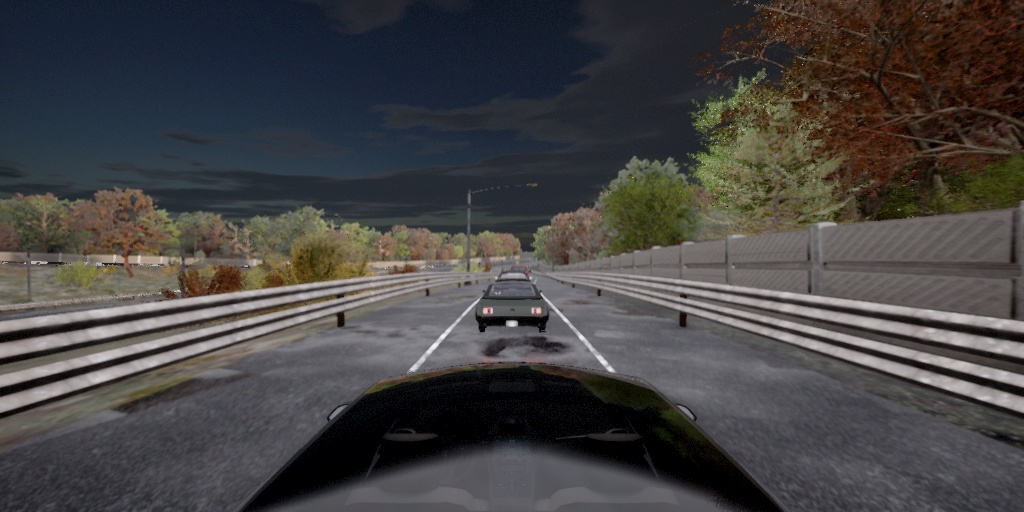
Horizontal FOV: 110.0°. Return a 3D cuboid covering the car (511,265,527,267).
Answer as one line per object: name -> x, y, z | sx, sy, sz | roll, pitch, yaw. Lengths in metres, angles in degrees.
car -> 0.773, 2.019, 36.900 | 2.150, 2.045, 5.566 | 0, -3, 3

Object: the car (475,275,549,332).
car -> 0.011, 1.435, 11.141 | 1.895, 1.301, 4.718 | 0, -1, 0

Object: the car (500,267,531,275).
car -> 0.089, 1.512, 19.078 | 1.882, 1.535, 5.008 | 0, -2, 1
